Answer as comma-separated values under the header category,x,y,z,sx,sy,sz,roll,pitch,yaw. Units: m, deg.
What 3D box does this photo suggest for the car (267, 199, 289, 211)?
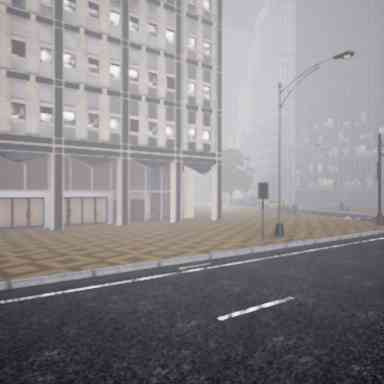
category,x,y,z,sx,sy,sz,roll,pitch,yaw
car,12.298,1.829,47.610,1.882,1.535,5.008,0,0,-8

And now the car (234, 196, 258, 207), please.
category,x,y,z,sx,sy,sz,roll,pitch,yaw
car,10.207,2.045,63.252,2.033,1.411,5.357,0,-1,-7

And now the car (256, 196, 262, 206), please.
category,x,y,z,sx,sy,sz,roll,pitch,yaw
car,12.603,1.766,67.936,2.150,2.045,5.566,0,-1,-8
